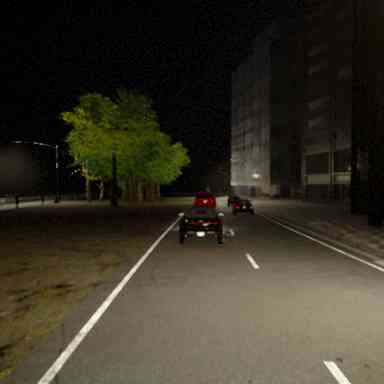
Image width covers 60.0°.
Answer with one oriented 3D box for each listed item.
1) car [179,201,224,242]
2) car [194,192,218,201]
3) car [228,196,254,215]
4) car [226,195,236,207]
[{"bbox_3d":[0.434,1.407,15.680,1.837,1.490,4.892,0,0,2],"label":"car"},{"bbox_3d":[1.420,1.011,34.228,2.150,2.045,5.566,0,0,4],"label":"car"},{"bbox_3d":[4.685,1.360,31.067,2.033,1.411,5.357,0,0,4],"label":"car"},{"bbox_3d":[5.730,1.235,45.480,1.837,1.490,4.892,0,0,5],"label":"car"}]
